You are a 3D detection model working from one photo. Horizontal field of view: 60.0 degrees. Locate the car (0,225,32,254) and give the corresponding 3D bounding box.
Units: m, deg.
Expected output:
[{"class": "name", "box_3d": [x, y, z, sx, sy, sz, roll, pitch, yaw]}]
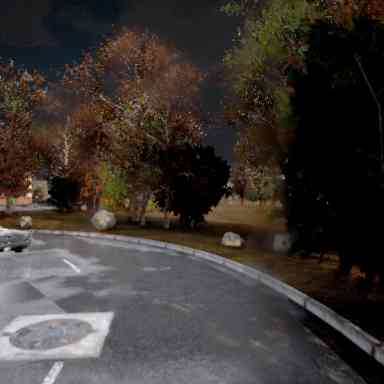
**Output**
[{"class": "car", "box_3d": [-8.169, 1.643, 12.387, 4.718, 1.301, 1.895, 0, -1, 29]}]
